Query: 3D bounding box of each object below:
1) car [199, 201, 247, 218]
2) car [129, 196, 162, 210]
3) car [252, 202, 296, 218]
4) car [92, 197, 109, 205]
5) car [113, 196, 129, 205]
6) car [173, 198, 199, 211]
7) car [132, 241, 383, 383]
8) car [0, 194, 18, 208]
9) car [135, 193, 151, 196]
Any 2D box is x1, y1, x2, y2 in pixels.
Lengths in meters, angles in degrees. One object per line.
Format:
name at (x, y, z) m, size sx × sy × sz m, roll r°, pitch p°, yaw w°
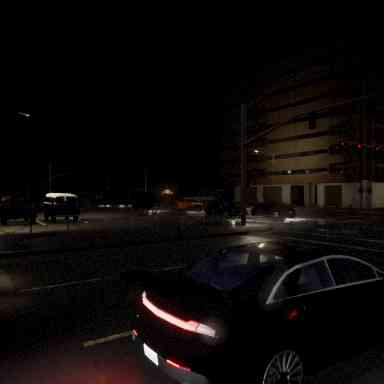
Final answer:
car at (3.021, 1.581, 30.774) m, size 1.812 × 1.442 × 4.674 m, roll 0°, pitch 0°, yaw -34°
car at (-5.925, 1.602, 43.886) m, size 2.033 × 1.411 × 5.357 m, roll 0°, pitch 0°, yaw -34°
car at (7.448, 1.619, 30.504) m, size 1.994 × 1.385 × 4.181 m, roll 0°, pitch 0°, yaw -34°
car at (-16.248, 1.656, 59.185) m, size 1.994 × 1.385 × 4.181 m, roll 0°, pitch 0°, yaw -34°
car at (-12.778, 1.563, 60.288) m, size 1.837 × 1.490 × 4.892 m, roll 0°, pitch 0°, yaw -34°
car at (-0.532, 1.533, 42.194) m, size 1.882 × 1.535 × 5.008 m, roll 0°, pitch 1°, yaw -34°
car at (1.573, 1.492, 4.865) m, size 4.902 × 1.511 × 2.128 m, roll 0°, pitch 0°, yaw -34°
car at (-31.448, 1.209, 56.535) m, size 1.932 × 1.855 × 4.605 m, roll 0°, pitch 0°, yaw -34°
car at (-10.459, 1.277, 69.482) m, size 2.150 × 2.045 × 5.566 m, roll 0°, pitch 0°, yaw -34°
